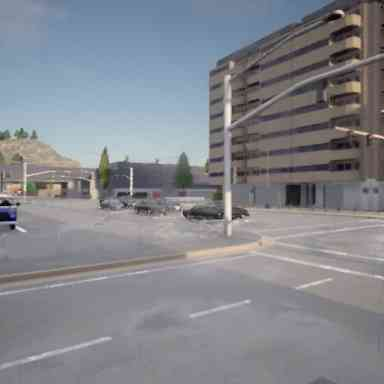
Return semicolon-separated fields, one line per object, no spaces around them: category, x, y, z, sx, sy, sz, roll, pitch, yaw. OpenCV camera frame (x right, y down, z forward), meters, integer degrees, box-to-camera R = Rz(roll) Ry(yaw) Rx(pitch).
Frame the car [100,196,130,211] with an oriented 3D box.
car;-9.910;1.583;41.473;1.812;1.442;4.674;0;0;-35

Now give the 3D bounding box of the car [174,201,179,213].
car;-2.920;1.549;37.650;2.128;1.511;4.902;0;0;-35

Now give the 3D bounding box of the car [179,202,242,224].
car;1.296;1.658;25.638;1.895;1.301;4.718;0;0;-35

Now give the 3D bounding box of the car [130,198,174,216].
car;-4.089;1.562;33.241;1.837;1.490;4.892;0;0;-35

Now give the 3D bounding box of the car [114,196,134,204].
car;-13.304;1.550;64.762;2.128;1.511;4.902;0;0;-35

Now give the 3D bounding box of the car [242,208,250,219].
car;2.708;1.605;29.699;2.033;1.411;5.357;0;0;-35

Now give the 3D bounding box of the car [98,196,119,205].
car;-15.621;1.549;61.975;2.128;1.511;4.902;0;0;-35
